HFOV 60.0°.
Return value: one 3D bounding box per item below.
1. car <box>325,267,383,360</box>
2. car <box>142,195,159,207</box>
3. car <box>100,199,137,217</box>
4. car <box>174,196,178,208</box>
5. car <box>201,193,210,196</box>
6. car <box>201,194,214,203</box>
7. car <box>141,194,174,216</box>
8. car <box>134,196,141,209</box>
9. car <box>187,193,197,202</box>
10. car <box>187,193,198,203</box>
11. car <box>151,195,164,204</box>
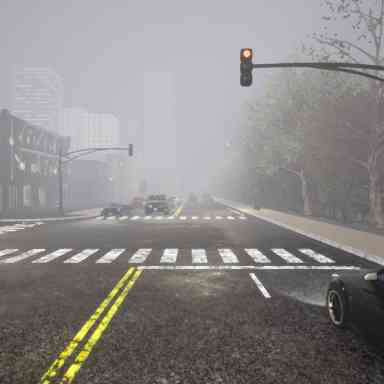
[{"bbox_3d":[3.352,1.563,4.257,1.994,1.385,4.181,0,0,0],"label":"car"},{"bbox_3d":[-6.550,1.334,53.114,2.097,1.767,4.553,0,0,0],"label":"car"},{"bbox_3d":[-6.877,1.592,30.849,1.895,1.301,4.718,0,0,4],"label":"car"},{"bbox_3d":[-3.307,1.511,45.409,1.812,1.442,4.674,0,0,0],"label":"car"},{"bbox_3d":[3.306,1.195,76.875,2.150,2.045,5.566,0,0,0],"label":"car"},{"bbox_3d":[3.399,1.576,66.895,1.895,1.301,4.718,0,0,0],"label":"car"},{"bbox_3d":[-3.320,1.210,32.956,2.150,2.045,5.566,0,0,0],"label":"car"},{"bbox_3d":[-6.562,1.338,41.923,2.097,1.767,4.553,0,0,0],"label":"car"},{"bbox_3d":[0.057,1.194,78.127,2.150,2.045,5.566,0,0,0],"label":"car"},{"bbox_3d":[0.150,1.453,67.934,1.882,1.535,5.008,0,0,0],"label":"car"},{"bbox_3d":[-6.508,1.455,63.562,1.882,1.535,5.008,0,0,1],"label":"car"}]
